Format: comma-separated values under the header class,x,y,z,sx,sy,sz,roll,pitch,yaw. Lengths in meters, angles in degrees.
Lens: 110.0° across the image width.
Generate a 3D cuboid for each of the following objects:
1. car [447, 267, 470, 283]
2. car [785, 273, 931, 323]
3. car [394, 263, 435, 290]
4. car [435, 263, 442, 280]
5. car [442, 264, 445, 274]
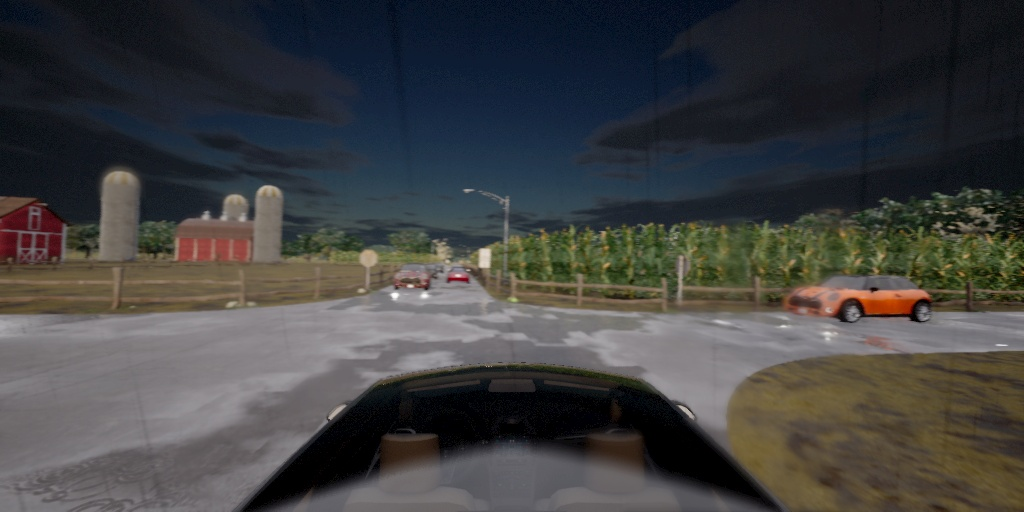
class,x,y,z,sx,sy,sz,roll,pitch,yaw
car,-4.809,1.652,32.151,1.994,1.385,4.181,2,-1,-9
car,12.959,1.488,13.583,4.553,1.767,2.097,1,-1,-9
car,-6.450,1.247,23.702,2.097,1.767,4.553,2,-1,-10
car,-8.420,1.541,36.311,1.837,1.490,4.892,2,-1,-9
car,-10.596,1.720,50.735,1.837,1.490,4.892,2,-1,-8
